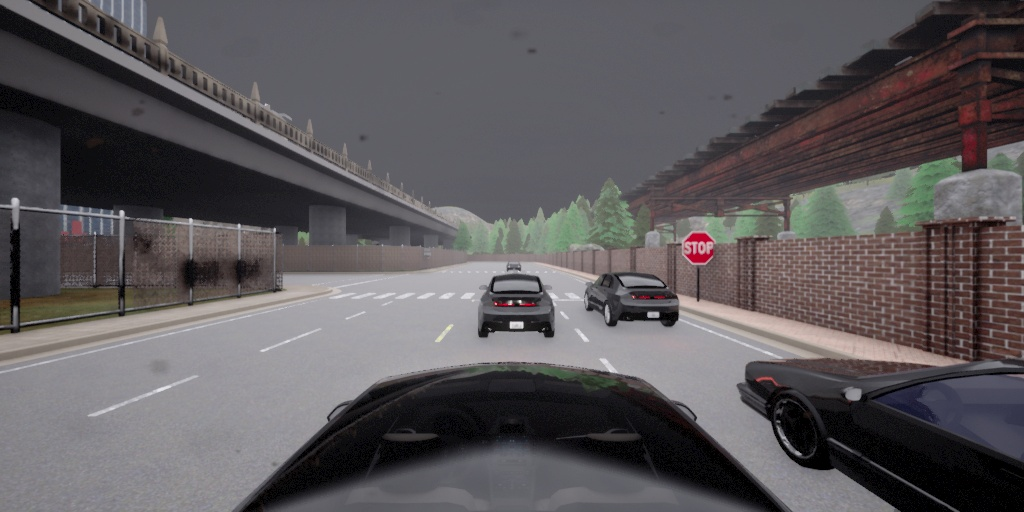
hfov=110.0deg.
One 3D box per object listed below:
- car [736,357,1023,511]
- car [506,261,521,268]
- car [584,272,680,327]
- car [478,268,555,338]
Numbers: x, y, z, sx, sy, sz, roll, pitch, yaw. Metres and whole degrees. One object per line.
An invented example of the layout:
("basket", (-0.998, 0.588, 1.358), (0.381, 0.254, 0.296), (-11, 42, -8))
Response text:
("car", (3.600, 1.297, 1.798), (2.033, 1.411, 5.357), (0, 0, 0))
("car", (0.222, 1.337, 46.347), (1.895, 1.301, 4.718), (0, 0, -1))
("car", (3.608, 1.252, 11.544), (1.837, 1.490, 4.892), (0, 0, 0))
("car", (0.105, 1.252, 10.188), (1.837, 1.490, 4.892), (0, 0, 0))
